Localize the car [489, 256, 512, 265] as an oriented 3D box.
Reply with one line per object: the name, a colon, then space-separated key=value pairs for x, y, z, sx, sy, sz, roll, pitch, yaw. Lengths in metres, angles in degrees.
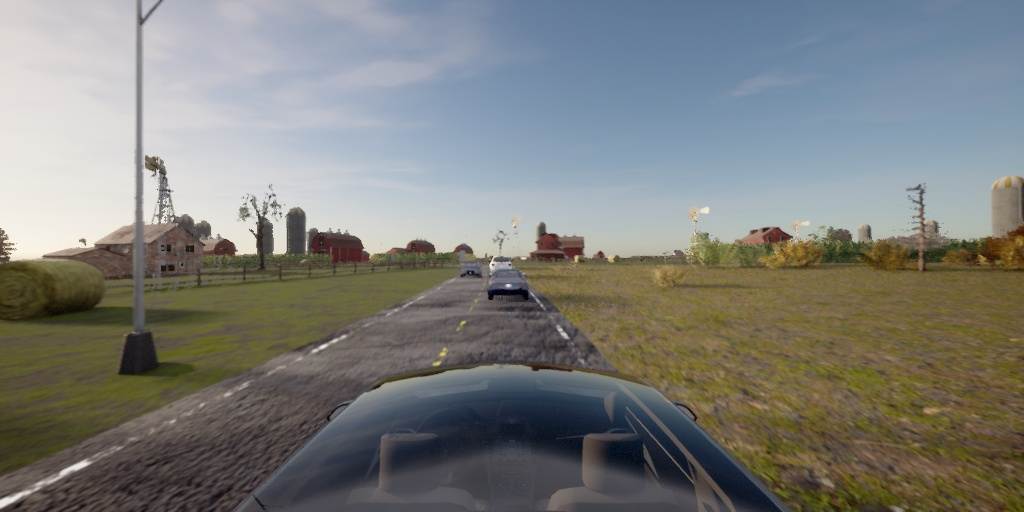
car: x=-1.171 y=1.012 z=36.517 sx=2.150 sy=2.045 sz=5.566 roll=0 pitch=0 yaw=-4

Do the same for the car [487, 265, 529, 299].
car: x=-0.224 y=1.326 z=18.309 sx=1.994 sy=1.385 sz=4.181 roll=0 pitch=0 yaw=-2

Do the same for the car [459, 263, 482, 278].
car: x=-3.841 y=1.347 z=34.122 sx=1.994 sy=1.385 sz=4.181 roll=1 pitch=0 yaw=-4
